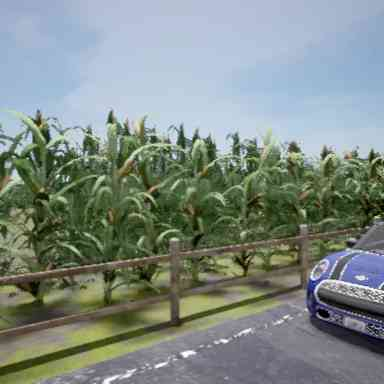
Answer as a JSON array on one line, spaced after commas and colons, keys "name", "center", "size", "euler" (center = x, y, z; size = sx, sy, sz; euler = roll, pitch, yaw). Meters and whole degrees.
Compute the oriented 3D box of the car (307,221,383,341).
[{"name": "car", "center": [4.164, 1.319, 6.193], "size": [4.553, 1.767, 2.097], "euler": [0, 0, -37]}]
